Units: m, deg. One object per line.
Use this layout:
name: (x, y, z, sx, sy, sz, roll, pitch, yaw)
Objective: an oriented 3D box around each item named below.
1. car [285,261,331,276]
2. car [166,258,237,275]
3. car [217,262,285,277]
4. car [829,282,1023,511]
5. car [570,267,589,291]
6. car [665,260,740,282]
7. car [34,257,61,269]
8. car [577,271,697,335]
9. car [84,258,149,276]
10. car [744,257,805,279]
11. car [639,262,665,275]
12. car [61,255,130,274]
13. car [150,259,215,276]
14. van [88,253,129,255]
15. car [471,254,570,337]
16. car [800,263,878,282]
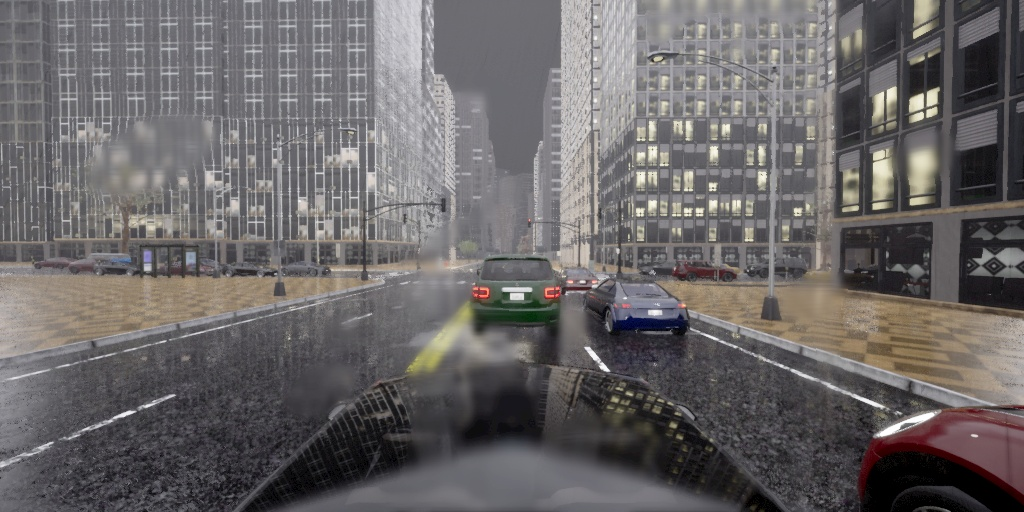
car: (-19.401, 1.156, 33.771, 4.181, 1.385, 1.994, 1, 1, 1)
car: (-29.370, 0.993, 33.993, 4.902, 1.511, 2.128, 1, 1, 1)
car: (-22.673, 1.172, 31.137, 4.313, 1.339, 1.948, 0, 0, 1)
car: (3.344, 1.103, 0.454, 2.097, 1.767, 4.553, 0, 0, 0)
car: (3.388, 1.287, 19.740, 2.033, 1.411, 5.357, 0, 0, 0)
car: (16.251, 1.268, 30.533, 5.009, 1.841, 2.192, 0, 0, 1)
car: (-50.893, 0.791, 40.275, 4.207, 1.307, 1.802, 0, 0, 1)
car: (3.374, 1.309, 10.498, 1.994, 1.385, 4.181, 0, 0, -1)
car: (-34.037, 1.068, 31.466, 4.313, 1.339, 1.948, 0, 0, 1)
car: (26.564, 1.171, 36.114, 5.566, 2.045, 2.150, 1, 1, 1)
car: (15.430, 1.357, 36.371, 4.892, 1.490, 1.837, 1, 1, 1)
car: (-39.441, 0.936, 34.224, 4.674, 1.442, 1.812, 1, 1, 2)
car: (-28.357, 1.137, 31.282, 4.207, 1.307, 1.802, 0, 0, 1)
van: (-45.211, 0.603, 40.149, 3.998, 1.789, 1.690, 0, 0, 1)
car: (0.117, 0.967, 10.405, 2.150, 2.045, 5.566, 0, 0, 0)
car: (27.698, 1.577, 30.313, 4.829, 1.417, 1.751, 0, 0, 1)
